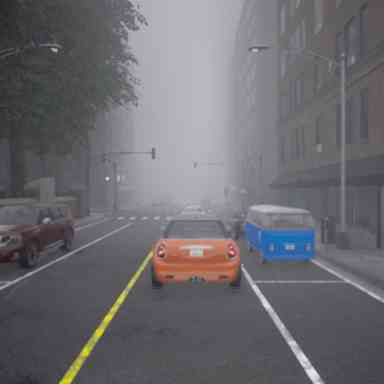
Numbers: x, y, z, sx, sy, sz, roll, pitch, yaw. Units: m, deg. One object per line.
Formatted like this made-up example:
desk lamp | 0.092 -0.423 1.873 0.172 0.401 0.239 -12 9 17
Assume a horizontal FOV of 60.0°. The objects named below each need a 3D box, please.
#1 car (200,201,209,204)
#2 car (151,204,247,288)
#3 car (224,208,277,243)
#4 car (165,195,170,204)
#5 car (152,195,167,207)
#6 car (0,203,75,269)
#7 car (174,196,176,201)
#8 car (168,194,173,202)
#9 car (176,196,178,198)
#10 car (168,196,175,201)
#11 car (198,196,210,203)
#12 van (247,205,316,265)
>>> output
car | 0.098 1.593 22.078 1.812 1.442 4.674 0 0 0
car | 0.099 1.382 9.510 2.097 1.767 4.553 0 0 0
car | 2.854 1.619 17.184 1.947 1.339 4.313 0 0 0
car | -5.676 1.718 60.622 2.008 1.369 4.403 0 0 0
car | -5.676 1.676 55.001 1.752 1.417 4.829 0 0 0
car | -5.671 1.352 11.483 2.192 1.841 5.009 0 0 0
car | -5.679 1.790 82.425 2.008 1.369 4.403 0 0 0
car | -5.677 1.746 71.524 1.887 1.381 4.507 0 0 0
car | -5.680 1.574 87.877 2.192 1.841 5.009 0 0 0
car | -5.680 1.805 93.157 1.752 1.417 4.829 0 0 0
car | 2.847 1.642 71.561 1.967 1.590 4.097 0 0 0
van | 2.854 1.378 11.524 1.690 1.788 3.998 0 0 0
